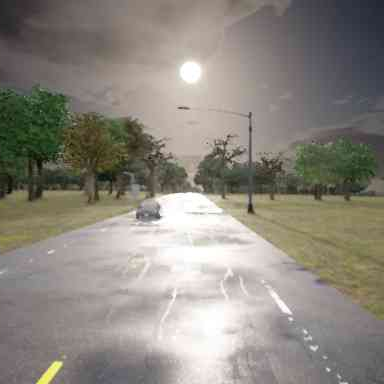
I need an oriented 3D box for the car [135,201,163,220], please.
[{"bbox_3d":[-3.400,1.439,27.237,1.812,1.442,4.674,0,0,1],"label":"car"}]
